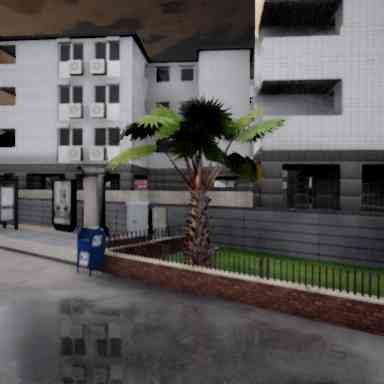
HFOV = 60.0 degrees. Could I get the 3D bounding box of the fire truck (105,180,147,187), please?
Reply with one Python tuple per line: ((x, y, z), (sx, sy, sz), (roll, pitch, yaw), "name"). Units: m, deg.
((-10.745, -0.112, 56.393), (2.891, 3.827, 8.468), (1, 0, 35), "fire truck")
